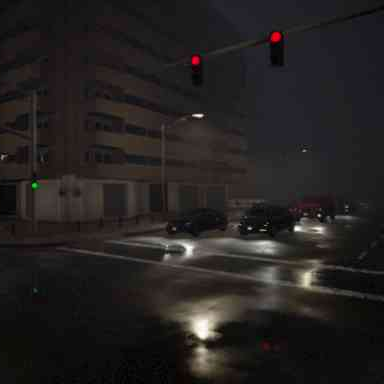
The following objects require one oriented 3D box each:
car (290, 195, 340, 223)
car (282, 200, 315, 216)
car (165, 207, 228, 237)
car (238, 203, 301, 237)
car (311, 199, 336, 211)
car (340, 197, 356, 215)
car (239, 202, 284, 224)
[{"bbox_3d":[9.868,1.263,26.555,2.150,2.045,5.566,-1,0,35],"label":"car"},{"bbox_3d":[10.984,1.573,34.191,1.837,1.490,4.892,-1,0,35],"label":"car"},{"bbox_3d":[0.416,1.638,19.213,1.812,1.442,4.674,-1,0,35],"label":"car"},{"bbox_3d":[4.262,1.569,18.596,1.837,1.490,4.892,-1,0,35],"label":"car"},{"bbox_3d":[16.731,1.608,42.279,1.994,1.385,4.181,-1,0,36],"label":"car"},{"bbox_3d":[15.584,1.369,34.636,2.097,1.767,4.553,-1,0,35],"label":"car"},{"bbox_3d":[5.672,1.616,26.649,1.812,1.442,4.674,-1,0,35],"label":"car"}]
